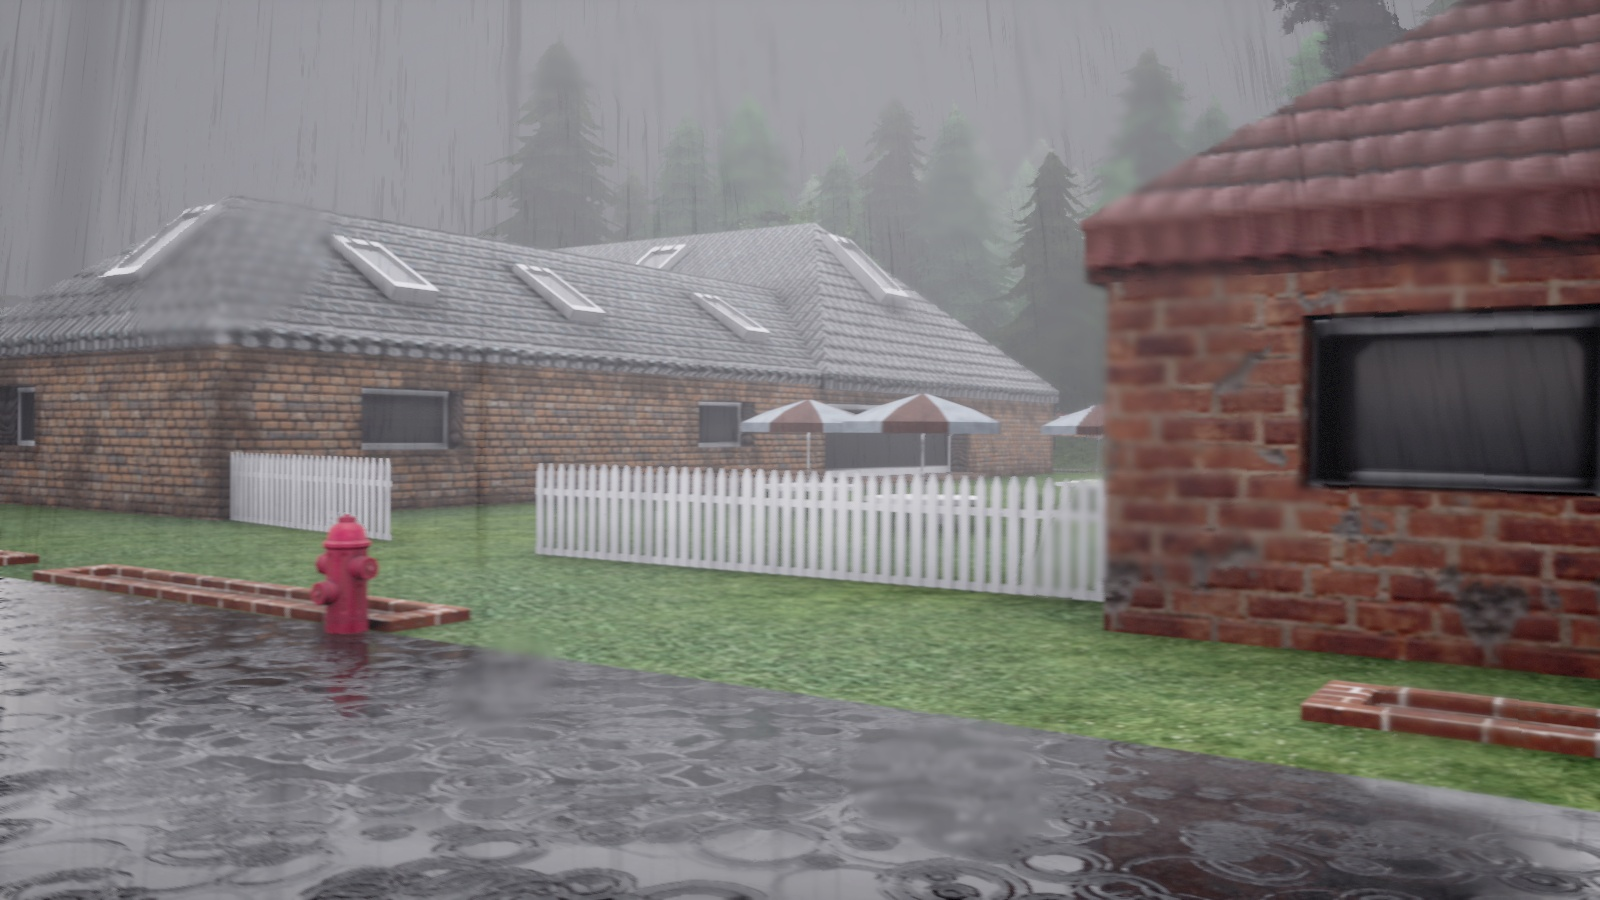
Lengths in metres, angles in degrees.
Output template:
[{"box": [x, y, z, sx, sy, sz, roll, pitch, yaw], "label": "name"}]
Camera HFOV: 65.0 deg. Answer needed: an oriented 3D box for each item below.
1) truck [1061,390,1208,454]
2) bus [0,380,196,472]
[{"box": [21.037, -1.708, 79.181, 8.468, 3.827, 2.891, 0, 1, 33], "label": "truck"}, {"box": [-36.177, -1.179, 62.606, 3.944, 4.253, 10.273, 0, 1, 34], "label": "bus"}]
